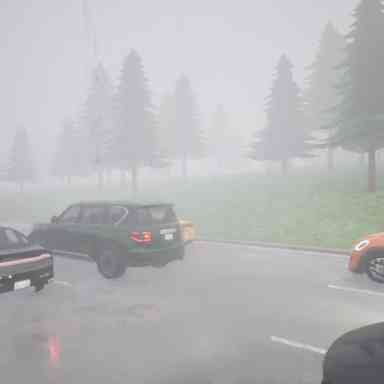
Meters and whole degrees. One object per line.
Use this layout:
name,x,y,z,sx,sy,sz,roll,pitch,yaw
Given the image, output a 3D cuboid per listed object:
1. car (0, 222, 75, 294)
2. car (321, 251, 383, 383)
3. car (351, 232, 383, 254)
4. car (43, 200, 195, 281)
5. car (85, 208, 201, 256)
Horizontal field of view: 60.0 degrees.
car,-5.178,1.542,7.703,4.902,1.511,2.128,0,0,36
car,3.271,1.467,1.650,5.008,1.535,1.882,0,0,36
car,6.337,1.348,8.066,4.553,1.767,2.097,-1,0,36
car,-2.791,1.272,10.299,5.566,2.045,2.150,0,0,35
car,-2.220,1.536,14.196,5.008,1.535,1.882,0,0,36
